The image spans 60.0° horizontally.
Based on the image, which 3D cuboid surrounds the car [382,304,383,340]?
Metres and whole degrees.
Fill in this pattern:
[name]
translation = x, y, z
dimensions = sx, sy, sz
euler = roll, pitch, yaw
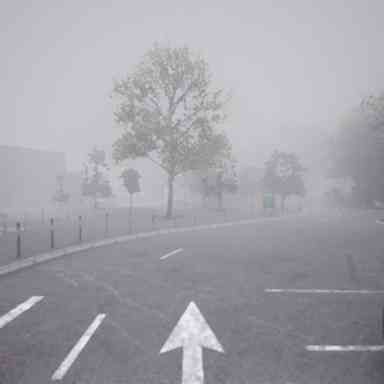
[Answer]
[car]
translation = 5.062, 1.218, 3.361
dimensions = 5.566, 2.045, 2.435
euler = 0, 0, 0
